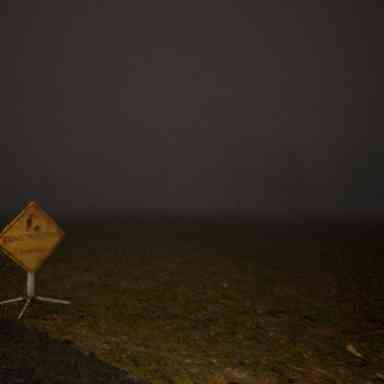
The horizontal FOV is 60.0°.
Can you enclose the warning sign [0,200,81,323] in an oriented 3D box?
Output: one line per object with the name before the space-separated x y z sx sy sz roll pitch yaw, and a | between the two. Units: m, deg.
warning sign | -2.895 1.103 5.996 1.060 1.860 1.300 0 0 35
